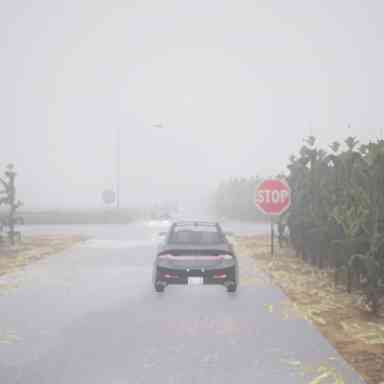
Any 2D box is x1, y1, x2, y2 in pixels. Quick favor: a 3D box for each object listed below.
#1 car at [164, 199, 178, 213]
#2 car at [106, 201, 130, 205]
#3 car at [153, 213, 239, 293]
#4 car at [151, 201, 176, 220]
[{"bbox_3d":[-3.125,2.036,47.886,2.150,2.045,5.566,0,-1,1],"label":"car"},{"bbox_3d":[-16.157,2.739,73.160,5.357,1.411,2.033,0,-1,0],"label":"car"},{"bbox_3d":[0.102,1.527,8.897,2.128,1.511,4.902,0,0,1],"label":"car"},{"bbox_3d":[-3.153,2.040,34.673,2.128,1.511,4.902,0,-1,0],"label":"car"}]
